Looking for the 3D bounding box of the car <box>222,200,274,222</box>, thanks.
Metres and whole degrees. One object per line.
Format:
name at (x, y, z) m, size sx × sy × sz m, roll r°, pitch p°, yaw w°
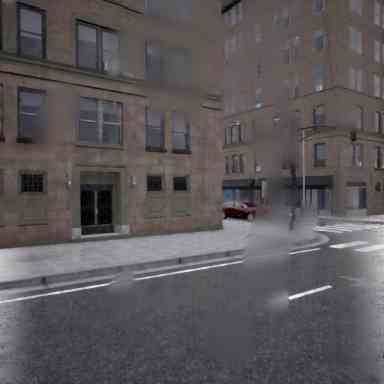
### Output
car at (3.986, 1.411, 25.541) m, size 1.882 × 1.535 × 5.008 m, roll -1°, pitch 1°, yaw -35°
